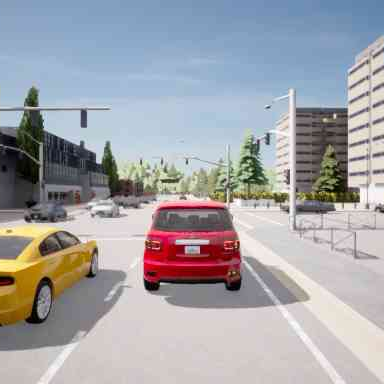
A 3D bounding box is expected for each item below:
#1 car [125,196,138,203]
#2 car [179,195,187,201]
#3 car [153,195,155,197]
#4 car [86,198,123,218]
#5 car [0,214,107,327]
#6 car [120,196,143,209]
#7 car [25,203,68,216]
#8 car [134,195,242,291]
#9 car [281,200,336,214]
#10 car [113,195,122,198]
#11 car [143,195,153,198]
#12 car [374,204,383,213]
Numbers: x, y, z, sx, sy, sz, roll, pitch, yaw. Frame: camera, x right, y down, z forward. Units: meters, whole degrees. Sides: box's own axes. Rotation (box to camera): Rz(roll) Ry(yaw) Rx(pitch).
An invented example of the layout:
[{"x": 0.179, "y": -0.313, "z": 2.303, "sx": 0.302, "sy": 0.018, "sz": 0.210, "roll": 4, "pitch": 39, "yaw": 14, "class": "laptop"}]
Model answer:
[{"x": -12.339, "y": 1.506, "z": 68.356, "sx": 1.837, "sy": 1.490, "sz": 4.892, "roll": 0, "pitch": 0, "yaw": -2, "class": "car"}, {"x": -2.357, "y": 1.524, "z": 87.236, "sx": 1.812, "sy": 1.442, "sz": 4.674, "roll": 0, "pitch": 0, "yaw": -2, "class": "car"}, {"x": -9.039, "y": 1.489, "z": 75.664, "sx": 1.837, "sy": 1.490, "sz": 4.892, "roll": 0, "pitch": 0, "yaw": -2, "class": "car"}, {"x": -7.746, "y": 1.525, "z": 29.897, "sx": 1.812, "sy": 1.442, "sz": 4.674, "roll": 0, "pitch": 0, "yaw": -2, "class": "car"}, {"x": -3.480, "y": 1.478, "z": 7.167, "sx": 1.882, "sy": 1.535, "sz": 5.008, "roll": 0, "pitch": 0, "yaw": 0, "class": "car"}, {"x": -8.301, "y": 1.506, "z": 45.898, "sx": 1.837, "sy": 1.490, "sz": 4.892, "roll": 0, "pitch": 0, "yaw": -2, "class": "car"}, {"x": -11.086, "y": 1.564, "z": 25.465, "sx": 1.994, "sy": 1.385, "sz": 4.181, "roll": 0, "pitch": 0, "yaw": -2, "class": "car"}, {"x": 0.014, "y": 1.221, "z": 9.156, "sx": 2.150, "sy": 2.045, "sz": 5.566, "roll": 0, "pitch": 0, "yaw": 0, "class": "car"}, {"x": 12.075, "y": 1.547, "z": 34.627, "sx": 5.357, "sy": 1.411, "sz": 2.033, "roll": 0, "pitch": 0, "yaw": -2, "class": "car"}, {"x": -12.033, "y": 1.351, "z": 54.292, "sx": 2.097, "sy": 1.767, "sz": 4.553, "roll": 0, "pitch": 0, "yaw": -1, "class": "car"}, {"x": -8.675, "y": 1.505, "z": 60.007, "sx": 1.837, "sy": 1.490, "sz": 4.892, "roll": 0, "pitch": 0, "yaw": -1, "class": "car"}, {"x": 22.158, "y": 1.547, "z": 34.934, "sx": 5.357, "sy": 1.411, "sz": 2.033, "roll": 0, "pitch": 0, "yaw": -2, "class": "car"}]
